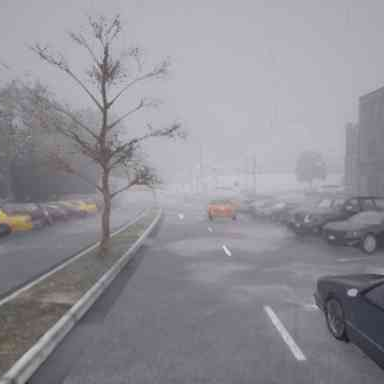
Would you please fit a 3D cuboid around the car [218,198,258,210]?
[{"bbox_3d":[6.033,1.488,43.576,4.792,1.488,2.163,1,0,-25],"label":"car"}]

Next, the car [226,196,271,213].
[{"bbox_3d":[6.368,1.330,37.596,4.553,1.767,2.185,1,0,-25],"label":"car"}]

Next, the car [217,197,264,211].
[{"bbox_3d":[5.933,1.449,40.517,5.366,1.575,1.946,1,0,-25],"label":"car"}]

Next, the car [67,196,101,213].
[{"bbox_3d":[-11.768,1.507,31.645,5.366,1.575,1.946,-1,0,-24],"label":"car"}]

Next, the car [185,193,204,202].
[{"bbox_3d":[1.423,1.516,81.164,4.553,1.767,2.185,0,0,-29],"label":"car"}]

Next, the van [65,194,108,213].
[{"bbox_3d":[-11.931,1.280,37.676,4.442,1.987,1.878,-1,0,-24],"label":"van"}]

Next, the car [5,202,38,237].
[{"bbox_3d":[-10.990,1.506,16.862,5.366,1.575,1.946,-1,0,-22],"label":"car"}]

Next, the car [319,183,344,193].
[{"bbox_3d":[23.799,-0.410,56.024,2.435,2.045,5.566,-7,4,-29],"label":"car"}]

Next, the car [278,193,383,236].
[{"bbox_3d":[7.460,1.217,16.454,5.566,2.045,2.435,1,0,-22],"label":"car"}]

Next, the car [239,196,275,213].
[{"bbox_3d":[6.761,1.460,31.558,4.892,1.521,2.231,1,0,-24],"label":"car"}]

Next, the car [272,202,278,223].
[{"bbox_3d":[7.368,1.507,19.493,4.674,1.452,2.002,1,0,-22],"label":"car"}]

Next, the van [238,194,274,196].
[{"bbox_3d":[6.453,1.230,34.522,4.442,1.987,1.878,1,0,-24],"label":"van"}]

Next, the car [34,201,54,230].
[{"bbox_3d":[-10.912,1.381,19.903,4.553,1.767,2.185,-1,0,-22],"label":"car"}]

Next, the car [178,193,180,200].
[{"bbox_3d":[-0.034,1.373,90.098,5.566,2.045,2.435,0,0,-30],"label":"car"}]

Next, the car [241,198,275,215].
[{"bbox_3d":[6.930,1.501,28.544,4.674,1.452,2.002,1,0,-24],"label":"car"}]

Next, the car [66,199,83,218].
[{"bbox_3d":[-11.232,1.547,25.808,4.674,1.452,2.002,-1,0,-23],"label":"car"}]

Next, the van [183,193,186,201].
[{"bbox_3d":[0.866,1.409,84.089,4.442,1.987,1.878,0,0,-30],"label":"van"}]

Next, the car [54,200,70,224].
[{"bbox_3d":[-11.073,1.547,22.851,4.674,1.452,2.002,-1,0,-23],"label":"car"}]

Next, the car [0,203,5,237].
[{"bbox_3d":[-10.748,1.382,13.967,4.553,1.767,2.185,-1,0,-22],"label":"car"}]

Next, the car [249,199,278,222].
[{"bbox_3d":[7.101,1.503,25.524,4.674,1.452,2.002,1,0,-23],"label":"car"}]

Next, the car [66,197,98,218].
[{"bbox_3d":[-11.241,1.501,28.843,5.366,1.575,1.946,-1,0,-23],"label":"car"}]

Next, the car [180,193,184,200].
[{"bbox_3d":[0.437,1.378,87.097,5.566,2.045,2.435,1,0,-30],"label":"car"}]

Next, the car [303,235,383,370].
[{"bbox_3d":[3.069,1.545,3.404,2.033,1.411,5.357,0,0,-1],"label":"car"}]

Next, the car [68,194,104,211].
[{"bbox_3d":[-11.777,1.381,34.686,4.553,1.767,2.185,-1,0,-24],"label":"car"}]

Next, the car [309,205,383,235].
[{"bbox_3d":[7.579,1.471,13.448,5.008,1.535,2.097,1,0,-22],"label":"car"}]

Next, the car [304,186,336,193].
[{"bbox_3d":[20.845,0.169,55.548,2.002,1.452,4.674,-7,4,-30],"label":"car"}]

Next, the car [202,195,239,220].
[{"bbox_3d":[2.266,1.338,27.795,2.097,1.767,4.553,0,0,-3],"label":"car"}]
